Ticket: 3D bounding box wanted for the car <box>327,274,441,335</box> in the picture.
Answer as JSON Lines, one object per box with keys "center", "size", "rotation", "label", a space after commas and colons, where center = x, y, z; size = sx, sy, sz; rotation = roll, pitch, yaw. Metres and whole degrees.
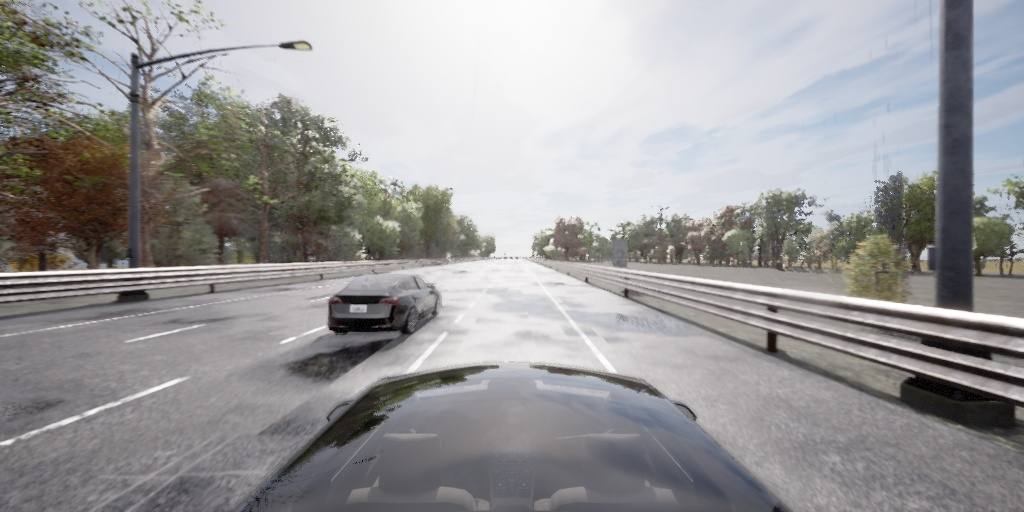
{"center": [-3.431, 1.238, 10.438], "size": [2.163, 1.488, 4.792], "rotation": [0, 0, 1], "label": "car"}
